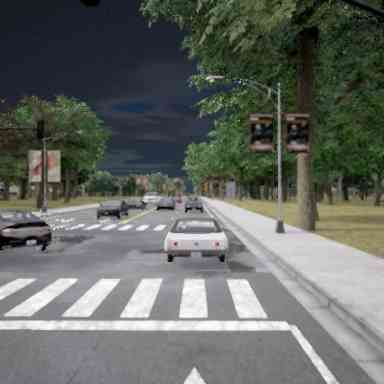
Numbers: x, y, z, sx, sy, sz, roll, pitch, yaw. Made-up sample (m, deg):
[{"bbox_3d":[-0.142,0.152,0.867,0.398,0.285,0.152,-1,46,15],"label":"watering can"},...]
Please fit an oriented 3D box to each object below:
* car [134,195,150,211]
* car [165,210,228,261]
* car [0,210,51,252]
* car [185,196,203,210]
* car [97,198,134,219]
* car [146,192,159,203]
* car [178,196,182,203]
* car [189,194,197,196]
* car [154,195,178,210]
[{"bbox_3d":[-6.468,1.414,38.428,1.994,1.385,4.181,0,0,0],"label":"car"},{"bbox_3d":[0.137,1.531,11.931,1.895,1.301,4.718,0,0,0],"label":"car"},{"bbox_3d":[-7.092,1.418,12.453,4.902,1.511,2.128,0,0,41],"label":"car"},{"bbox_3d":[0.210,1.456,36.152,1.895,1.301,4.718,0,0,0],"label":"car"},{"bbox_3d":[-6.508,1.353,27.840,1.882,1.535,5.008,0,0,0],"label":"car"},{"bbox_3d":[-6.386,1.058,52.856,2.150,2.045,5.566,0,0,1],"label":"car"},{"bbox_3d":[-3.002,1.411,64.112,1.994,1.385,4.181,0,0,1],"label":"car"},{"bbox_3d":[0.213,1.192,61.242,2.097,1.767,4.553,0,0,1],"label":"car"},{"bbox_3d":[-3.030,1.412,39.611,1.994,1.385,4.181,0,0,0],"label":"car"}]
